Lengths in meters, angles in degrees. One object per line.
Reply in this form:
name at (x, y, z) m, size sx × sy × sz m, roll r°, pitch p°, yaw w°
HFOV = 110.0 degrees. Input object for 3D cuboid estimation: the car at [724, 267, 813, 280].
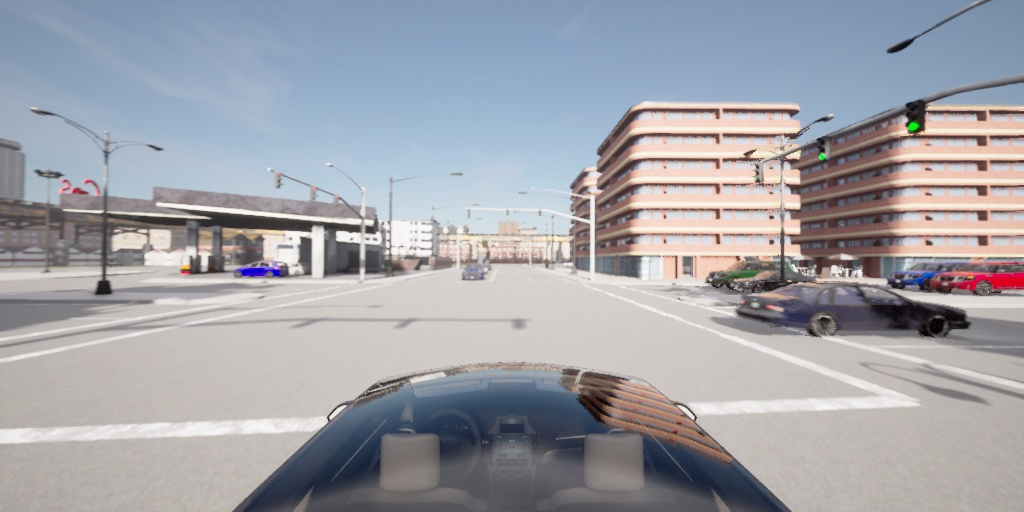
car at (15.950, 1.608, 21.833) m, size 4.674 × 1.442 × 1.812 m, roll 0°, pitch -1°, yaw -1°

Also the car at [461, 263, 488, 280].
car at (-3.850, 1.482, 36.099) m, size 2.097 × 1.767 × 4.553 m, roll 0°, pitch -1°, yaw -2°

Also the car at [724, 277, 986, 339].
car at (9.356, 1.445, 10.155) m, size 5.357 × 1.411 × 2.033 m, roll 0°, pitch -1°, yaw -1°

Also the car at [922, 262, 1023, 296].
car at (29.296, 1.387, 22.012) m, size 5.566 × 2.045 × 2.150 m, roll 0°, pitch -1°, yaw -1°

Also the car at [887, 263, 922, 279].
car at (30.199, 1.429, 25.520) m, size 5.566 × 2.045 × 2.150 m, roll 0°, pitch -1°, yaw 0°

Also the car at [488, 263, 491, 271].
car at (-4.291, 1.890, 49.890) m, size 1.895 × 1.301 × 4.718 m, roll 0°, pitch -1°, yaw -2°

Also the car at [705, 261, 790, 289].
car at (16.780, 1.350, 25.357) m, size 5.566 × 2.045 × 2.150 m, roll 0°, pitch -1°, yaw -1°
